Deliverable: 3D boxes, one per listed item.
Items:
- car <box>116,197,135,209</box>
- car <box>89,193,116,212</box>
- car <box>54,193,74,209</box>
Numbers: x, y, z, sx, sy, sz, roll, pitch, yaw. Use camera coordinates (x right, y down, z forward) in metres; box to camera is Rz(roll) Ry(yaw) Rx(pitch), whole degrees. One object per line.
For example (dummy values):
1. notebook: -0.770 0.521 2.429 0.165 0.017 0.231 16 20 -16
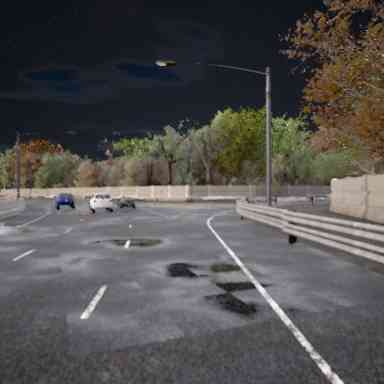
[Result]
1. car: -8.509 1.395 42.261 1.837 1.490 4.892 0 0 -23
2. car: -10.319 1.138 37.551 2.150 2.045 5.566 0 0 -21
3. car: -17.244 1.148 44.928 2.150 2.045 5.566 0 0 -26
